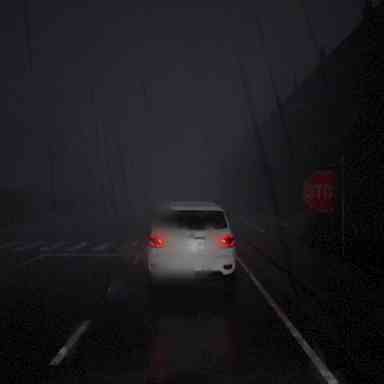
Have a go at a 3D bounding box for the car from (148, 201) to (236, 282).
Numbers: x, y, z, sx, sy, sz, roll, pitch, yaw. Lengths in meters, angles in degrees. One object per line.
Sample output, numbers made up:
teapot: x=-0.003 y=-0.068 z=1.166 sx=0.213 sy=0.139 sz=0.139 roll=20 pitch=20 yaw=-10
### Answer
car: x=-0.024 y=1.276 z=10.030 sx=2.150 sy=2.045 sz=5.566 roll=0 pitch=0 yaw=-1
